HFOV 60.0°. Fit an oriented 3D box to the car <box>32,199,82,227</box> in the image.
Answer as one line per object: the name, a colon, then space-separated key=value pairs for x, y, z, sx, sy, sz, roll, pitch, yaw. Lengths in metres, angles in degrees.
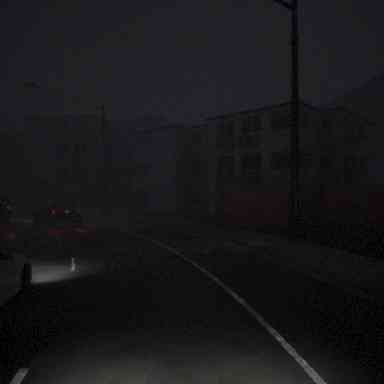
car: x=-9.304 y=1.292 z=22.733 sx=2.097 sy=1.767 sz=4.553 roll=-1 pitch=0 yaw=-40

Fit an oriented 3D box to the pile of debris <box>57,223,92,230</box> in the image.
pile of debris: x=-7.285 y=2.114 z=20.583 sx=1.500 sy=0.140 sz=1.860 roll=-1 pitch=0 yaw=-37

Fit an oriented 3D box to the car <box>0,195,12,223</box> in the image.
car: x=-14.683 y=1.193 z=23.417 sx=5.566 sy=2.045 sz=2.150 roll=0 pitch=0 yaw=42

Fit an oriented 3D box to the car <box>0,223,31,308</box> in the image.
car: x=-4.154 y=1.523 z=5.469 sx=1.812 sy=1.442 sz=4.674 roll=0 pitch=0 yaw=-11
